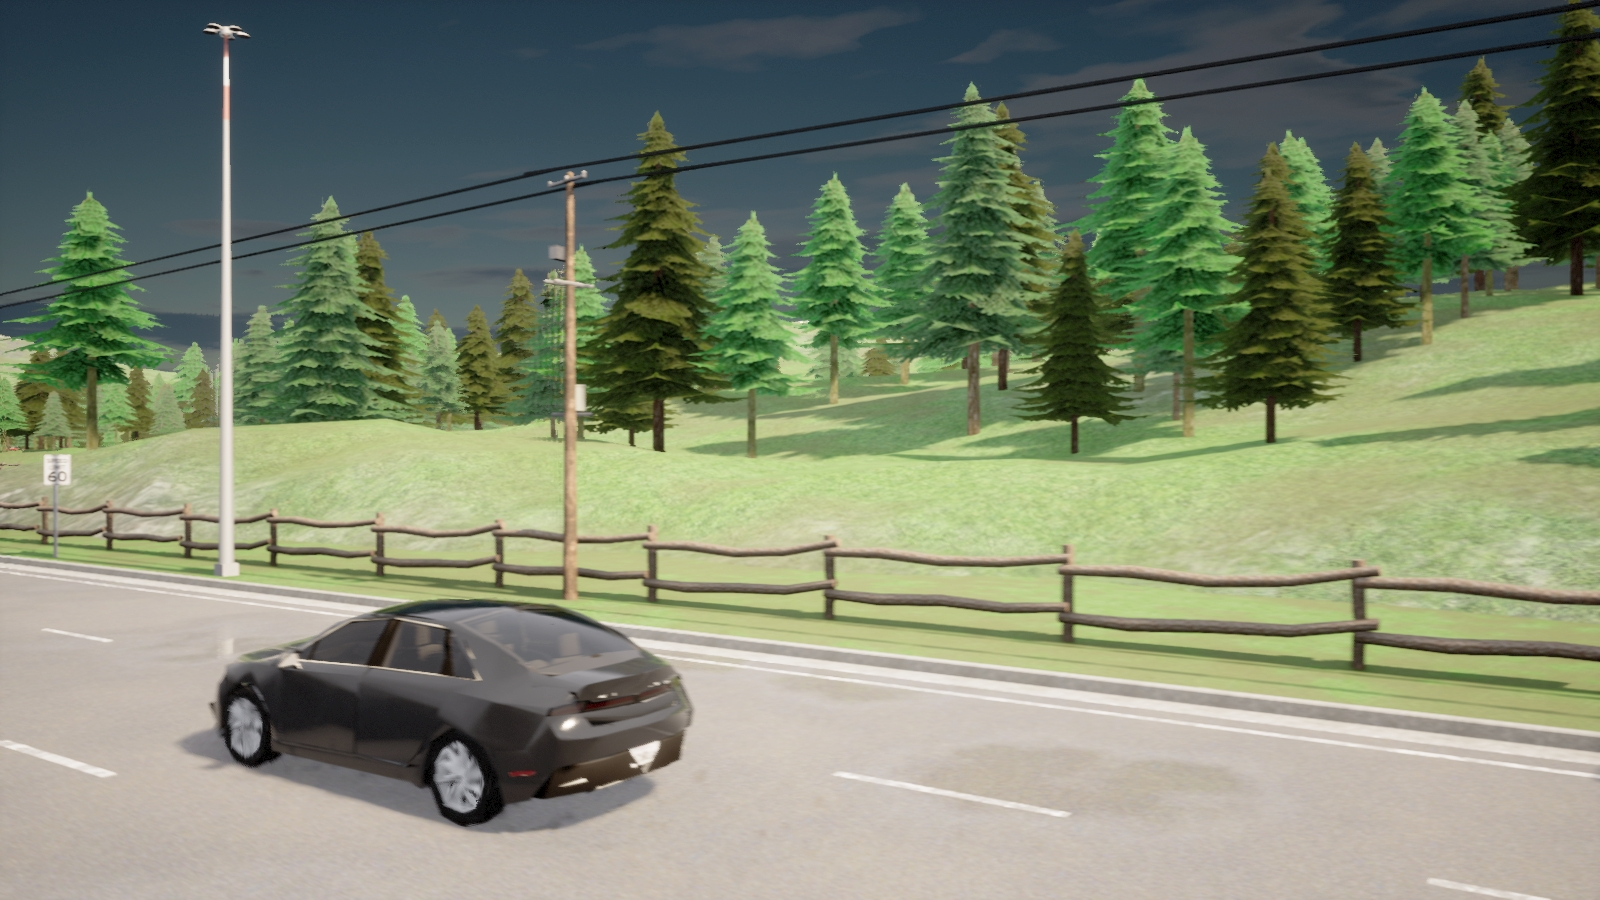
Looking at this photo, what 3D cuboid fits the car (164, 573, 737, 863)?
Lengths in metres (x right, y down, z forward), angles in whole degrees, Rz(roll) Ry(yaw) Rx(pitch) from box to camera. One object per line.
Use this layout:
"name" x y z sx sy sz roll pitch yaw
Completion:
"car" -3.184 2.067 10.043 4.892 1.480 2.231 0 0 34
